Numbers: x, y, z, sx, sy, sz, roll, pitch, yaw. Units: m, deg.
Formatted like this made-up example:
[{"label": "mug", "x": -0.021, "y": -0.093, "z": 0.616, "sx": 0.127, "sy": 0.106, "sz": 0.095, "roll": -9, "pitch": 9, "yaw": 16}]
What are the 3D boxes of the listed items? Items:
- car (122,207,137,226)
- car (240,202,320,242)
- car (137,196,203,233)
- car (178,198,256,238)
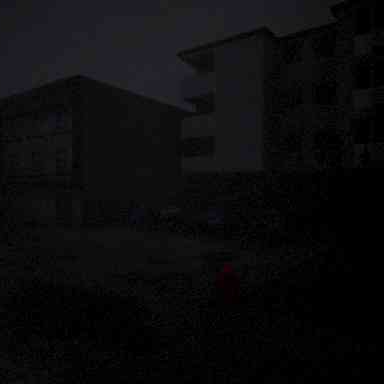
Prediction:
[{"label": "car", "x": -2.513, "y": 1.315, "z": 20.377, "sx": 3.633, "sy": 1.501, "sz": 1.845, "roll": 0, "pitch": 0, "yaw": -44}, {"label": "car", "x": 4.350, "y": 1.378, "z": 15.431, "sx": 4.193, "sy": 1.474, "sz": 1.816, "roll": 0, "pitch": 0, "yaw": -44}, {"label": "car", "x": -0.790, "y": 1.161, "z": 18.646, "sx": 3.866, "sy": 1.878, "sz": 1.905, "roll": 0, "pitch": 0, "yaw": -44}, {"label": "car", "x": 1.867, "y": 1.289, "z": 17.031, "sx": 4.611, "sy": 1.667, "sz": 2.242, "roll": 0, "pitch": 0, "yaw": -44}]
